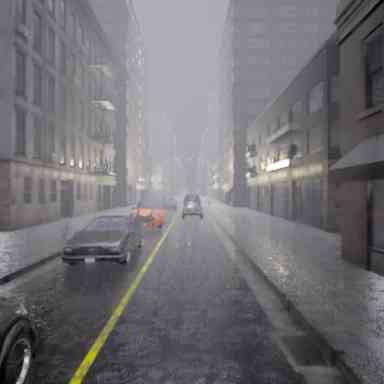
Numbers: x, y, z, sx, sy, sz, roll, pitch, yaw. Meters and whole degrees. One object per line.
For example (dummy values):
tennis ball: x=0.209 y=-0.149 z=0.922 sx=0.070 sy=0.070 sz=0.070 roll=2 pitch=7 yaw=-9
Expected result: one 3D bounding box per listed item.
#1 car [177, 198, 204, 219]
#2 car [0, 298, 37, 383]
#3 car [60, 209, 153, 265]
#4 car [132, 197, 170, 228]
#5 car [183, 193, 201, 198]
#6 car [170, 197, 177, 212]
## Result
car: x=0.045 y=1.547 z=29.267 sx=2.033 sy=1.411 sz=5.357 roll=0 pitch=0 yaw=0
car: x=-2.851 y=1.566 z=2.278 sx=1.994 sy=1.385 sz=4.181 roll=0 pitch=0 yaw=0
car: x=-2.869 y=1.549 z=12.023 sx=2.033 sy=1.411 sz=5.357 roll=0 pitch=0 yaw=0
car: x=-2.847 y=1.354 z=22.116 sx=2.097 sy=1.767 sz=4.553 roll=0 pitch=0 yaw=0
car: x=0.022 y=1.219 z=45.026 sx=2.150 sy=2.045 sz=5.566 roll=0 pitch=0 yaw=0
car: x=-2.828 y=1.352 z=39.367 sx=2.097 sy=1.767 sz=4.553 roll=0 pitch=0 yaw=0
